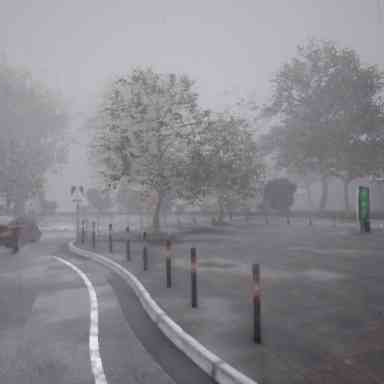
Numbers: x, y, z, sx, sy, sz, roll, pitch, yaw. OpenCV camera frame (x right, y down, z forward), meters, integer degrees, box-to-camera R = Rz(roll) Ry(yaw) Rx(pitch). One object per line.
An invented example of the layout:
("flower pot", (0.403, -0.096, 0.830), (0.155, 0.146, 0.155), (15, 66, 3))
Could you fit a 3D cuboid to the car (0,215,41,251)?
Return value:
("car", (-8.492, 1.770, 15.273), (1.882, 1.535, 5.008), (0, -2, -12))
